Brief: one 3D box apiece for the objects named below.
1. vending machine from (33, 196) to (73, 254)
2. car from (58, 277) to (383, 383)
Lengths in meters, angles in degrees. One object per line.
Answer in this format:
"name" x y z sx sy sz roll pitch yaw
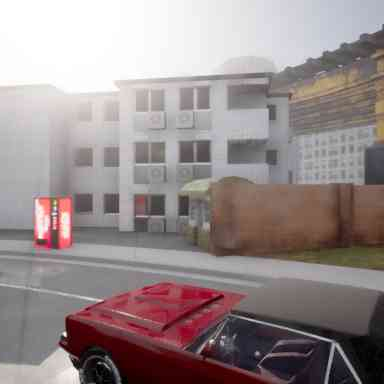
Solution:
"vending machine" -5.283 1.195 12.694 0.880 2.100 1.100 0 0 18
"car" 0.813 1.601 3.319 4.718 1.301 1.895 0 0 34
